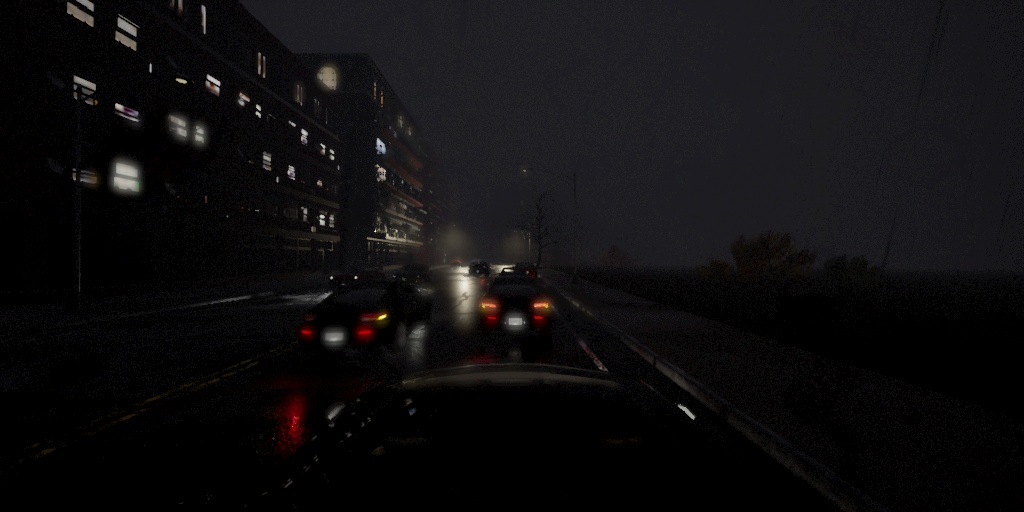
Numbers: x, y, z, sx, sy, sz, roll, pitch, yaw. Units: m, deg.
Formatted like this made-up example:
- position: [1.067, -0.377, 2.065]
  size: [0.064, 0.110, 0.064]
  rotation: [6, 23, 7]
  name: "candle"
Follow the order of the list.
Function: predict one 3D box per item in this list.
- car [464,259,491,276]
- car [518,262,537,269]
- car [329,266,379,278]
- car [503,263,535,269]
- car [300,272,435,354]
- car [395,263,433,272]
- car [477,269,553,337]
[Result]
- position: [-3.244, 1.245, 36.248]
  size: [2.128, 1.511, 4.902]
  rotation: [0, 0, 0]
  name: "car"
- position: [1.061, 1.231, 29.899]
  size: [1.882, 1.535, 5.008]
  rotation: [0, 0, 0]
  name: "car"
- position: [-9.907, 1.353, 23.243]
  size: [1.895, 1.301, 4.718]
  rotation: [0, 0, 0]
  name: "car"
- position: [0.050, 1.316, 20.370]
  size: [1.994, 1.385, 4.181]
  rotation: [0, 0, 0]
  name: "car"
- position: [-3.170, 1.277, 8.681]
  size: [1.812, 1.442, 4.674]
  rotation: [0, 0, 0]
  name: "car"
- position: [-6.664, 1.257, 24.564]
  size: [1.837, 1.490, 4.892]
  rotation: [0, 0, 0]
  name: "car"
- position: [0.069, 1.277, 10.203]
  size: [1.812, 1.442, 4.674]
  rotation: [0, 0, 0]
  name: "car"
